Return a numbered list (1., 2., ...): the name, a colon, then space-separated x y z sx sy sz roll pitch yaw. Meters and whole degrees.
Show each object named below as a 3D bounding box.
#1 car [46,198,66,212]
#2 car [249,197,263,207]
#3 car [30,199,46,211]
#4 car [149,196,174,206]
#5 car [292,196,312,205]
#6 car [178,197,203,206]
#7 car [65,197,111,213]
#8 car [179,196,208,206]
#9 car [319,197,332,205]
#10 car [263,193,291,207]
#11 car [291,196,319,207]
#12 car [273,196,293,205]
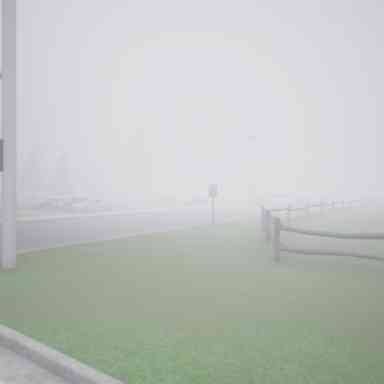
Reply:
1. car: -13.714 1.328 37.934 2.097 1.767 4.553 0 0 35
2. car: 10.724 1.476 52.518 2.128 1.511 4.902 0 0 36
3. car: -16.749 1.477 39.698 1.837 1.490 4.892 0 1 35
4. car: -5.125 1.452 56.320 1.882 1.535 5.008 0 0 35
5. car: 19.505 1.465 58.758 1.882 1.535 5.008 0 0 36
6. car: -0.151 1.578 57.274 1.895 1.301 4.718 0 0 36
7. car: -10.834 1.505 35.945 1.812 1.442 4.674 0 0 35
8. car: 0.599 1.485 52.290 1.837 1.490 4.892 0 0 35
9. car: 22.323 1.537 56.683 2.033 1.411 5.357 0 0 36
10. car: 13.399 1.209 50.238 2.150 2.045 5.566 0 0 38
11. car: 16.521 1.554 48.587 1.994 1.385 4.181 0 0 36
12. car: 16.687 1.462 60.834 1.882 1.535 5.008 0 0 36
